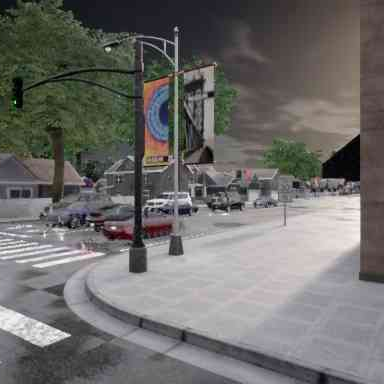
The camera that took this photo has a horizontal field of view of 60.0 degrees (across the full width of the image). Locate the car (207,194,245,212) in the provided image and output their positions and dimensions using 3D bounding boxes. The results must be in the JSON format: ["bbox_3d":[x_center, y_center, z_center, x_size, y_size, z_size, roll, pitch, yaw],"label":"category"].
[{"bbox_3d":[3.946,1.287,35.741,1.882,1.535,5.008,0,0,35],"label":"car"}]

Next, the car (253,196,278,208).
[{"bbox_3d":[9.743,1.249,43.806,2.128,1.511,4.902,0,0,36],"label":"car"}]

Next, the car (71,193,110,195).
[{"bbox_3d":[-8.207,1.120,24.397,2.150,2.045,5.566,0,0,34],"label":"car"}]

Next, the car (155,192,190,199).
[{"bbox_3d":[-2.216,1.063,32.708,2.150,2.045,5.566,0,0,35],"label":"car"}]

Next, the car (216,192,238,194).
[{"bbox_3d":[4.038,1.005,41.438,2.150,2.045,5.566,0,0,35],"label":"car"}]

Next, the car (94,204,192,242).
[{"bbox_3d":[-2.153,1.486,15.715,1.994,1.385,4.181,0,0,36],"label":"car"}]

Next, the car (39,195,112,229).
[{"bbox_3d":[-6.729,1.264,20.821,2.097,1.767,4.553,0,0,35],"label":"car"}]

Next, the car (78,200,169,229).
[{"bbox_3d":[-3.734,1.416,19.091,1.837,1.490,4.892,0,0,36],"label":"car"}]

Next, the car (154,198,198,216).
[{"bbox_3d":[-1.504,1.462,28.139,1.895,1.301,4.718,0,0,36],"label":"car"}]
